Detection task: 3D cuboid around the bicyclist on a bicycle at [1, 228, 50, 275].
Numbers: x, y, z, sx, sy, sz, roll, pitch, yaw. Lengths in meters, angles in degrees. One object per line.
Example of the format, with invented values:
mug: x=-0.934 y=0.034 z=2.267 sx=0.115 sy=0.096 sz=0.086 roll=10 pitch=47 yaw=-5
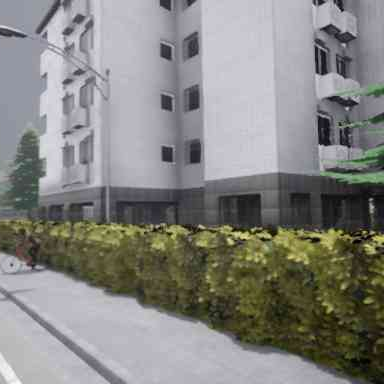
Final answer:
bicyclist on a bicycle: x=-6.001 y=2.121 z=12.074 sx=1.656 sy=1.620 sz=0.582 roll=2 pitch=-4 yaw=-40
